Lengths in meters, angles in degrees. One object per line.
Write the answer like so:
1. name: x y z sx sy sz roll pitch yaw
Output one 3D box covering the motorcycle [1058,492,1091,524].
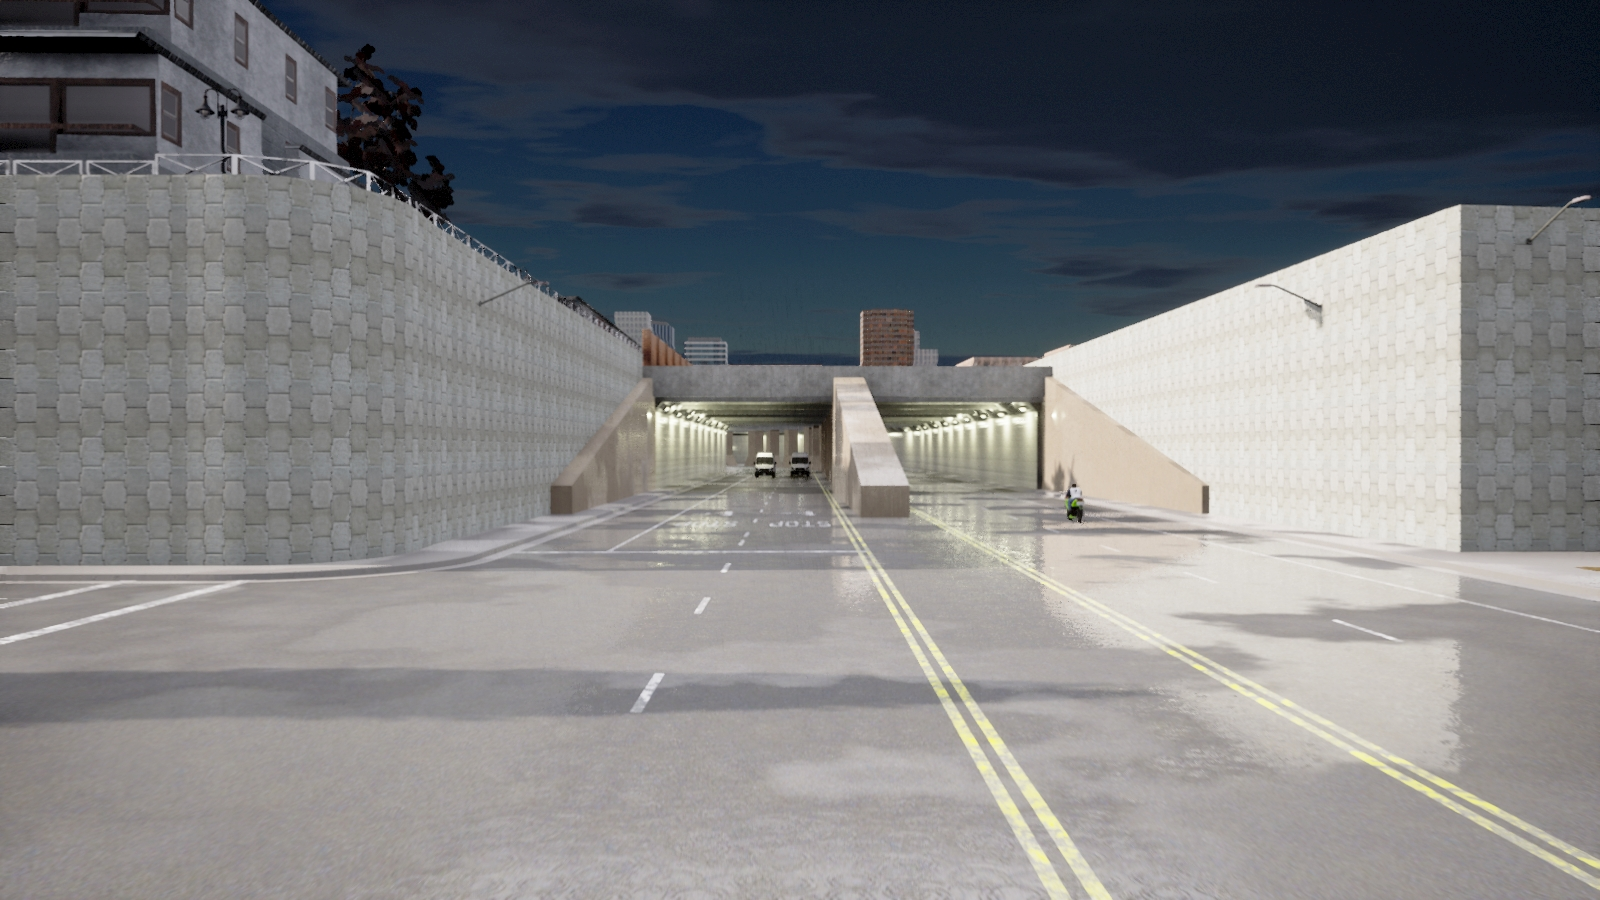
1. motorcycle: 10.481 2.203 43.689 0.803 1.145 2.033 0 0 0
